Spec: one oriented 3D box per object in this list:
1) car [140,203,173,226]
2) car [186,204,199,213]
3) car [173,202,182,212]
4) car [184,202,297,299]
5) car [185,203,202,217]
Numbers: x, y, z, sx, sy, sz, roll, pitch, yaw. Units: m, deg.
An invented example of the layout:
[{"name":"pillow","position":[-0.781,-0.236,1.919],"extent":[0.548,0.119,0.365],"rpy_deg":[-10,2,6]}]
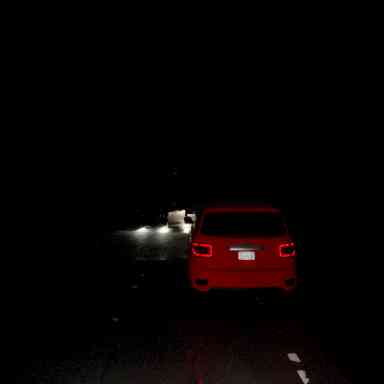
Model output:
[{"name":"car","position":[-2.799,1.710,25.738],"extent":[1.882,1.535,5.008],"rpy_deg":[0,-1,0]},{"name":"car","position":[0.095,2.392,48.475],"extent":[1.895,1.301,4.718],"rpy_deg":[0,-2,0]},{"name":"car","position":[-2.643,2.440,54.221],"extent":[1.882,1.535,5.008],"rpy_deg":[0,-2,0]},{"name":"car","position":[0.979,1.251,8.620],"extent":[2.150,2.045,5.566],"rpy_deg":[0,0,0]},{"name":"car","position":[0.144,2.047,38.526],"extent":[1.812,1.442,4.674],"rpy_deg":[0,-2,-1]}]
